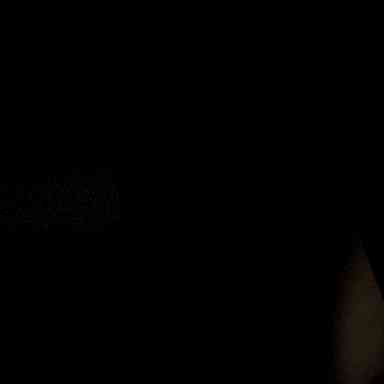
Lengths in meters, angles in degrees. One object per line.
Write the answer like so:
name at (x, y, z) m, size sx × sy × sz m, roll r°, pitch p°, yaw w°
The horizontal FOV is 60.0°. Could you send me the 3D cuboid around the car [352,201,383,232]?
car at (7.126, 1.176, 15.995) m, size 4.902 × 1.511 × 2.128 m, roll -1°, pitch 1°, yaw -27°
